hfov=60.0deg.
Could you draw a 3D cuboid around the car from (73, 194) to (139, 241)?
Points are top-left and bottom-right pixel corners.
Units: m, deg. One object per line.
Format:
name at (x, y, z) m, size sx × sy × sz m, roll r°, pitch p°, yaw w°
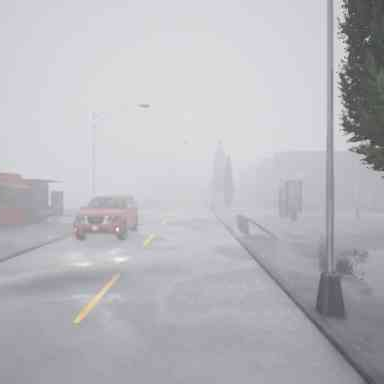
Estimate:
car at (-4.091, 1.160, 16.801) m, size 2.150 × 2.045 × 5.566 m, roll 0°, pitch 0°, yaw 0°
